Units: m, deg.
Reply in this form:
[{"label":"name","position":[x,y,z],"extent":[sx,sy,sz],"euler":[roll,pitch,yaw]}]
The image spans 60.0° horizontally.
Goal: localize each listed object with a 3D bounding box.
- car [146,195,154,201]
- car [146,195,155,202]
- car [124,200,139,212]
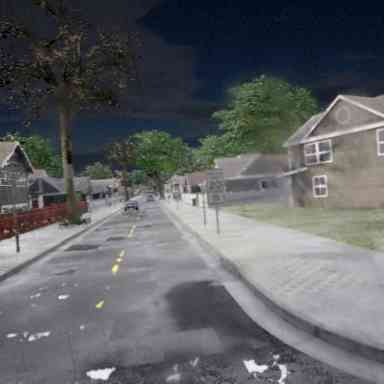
[{"label":"car","position":[-11.467,1.636,91.680],"extent":[2.033,1.411,5.357],"euler":[-4,0,-7]},{"label":"car","position":[-10.136,1.723,81.348],"extent":[2.033,1.411,5.357],"euler":[-4,0,-7]},{"label":"car","position":[-8.460,1.885,46.690],"extent":[2.033,1.411,5.357],"euler":[-4,0,-7]}]
